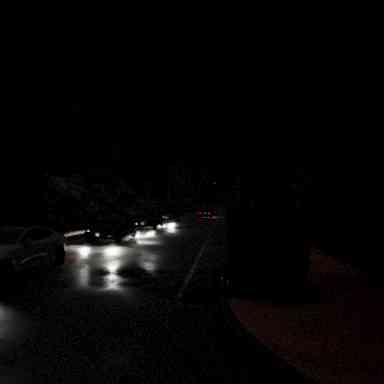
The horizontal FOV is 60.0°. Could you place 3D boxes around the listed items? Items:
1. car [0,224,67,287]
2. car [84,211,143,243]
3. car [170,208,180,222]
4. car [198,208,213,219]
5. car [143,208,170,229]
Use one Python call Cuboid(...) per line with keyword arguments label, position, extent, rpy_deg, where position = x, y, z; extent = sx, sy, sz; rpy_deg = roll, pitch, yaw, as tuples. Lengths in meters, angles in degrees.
Cuboid(label="car", position=(-5.434, 1.712, 9.999), extent=(1.812, 1.442, 4.674), rpy_deg=(0, -2, 6))
Cuboid(label="car", position=(-4.523, 1.992, 19.196), extent=(1.837, 1.490, 4.892), rpy_deg=(0, -2, 6))
Cuboid(label="car", position=(-2.562, 2.610, 38.478), extent=(2.128, 1.511, 4.902), rpy_deg=(0, -2, 6))
Cuboid(label="car", position=(1.916, 2.956, 46.284), extent=(2.033, 1.411, 5.357), rpy_deg=(0, -2, 6))
Cuboid(label="car", position=(-3.602, 2.278, 28.329), extent=(2.128, 1.511, 4.902), rpy_deg=(0, -2, 6))
